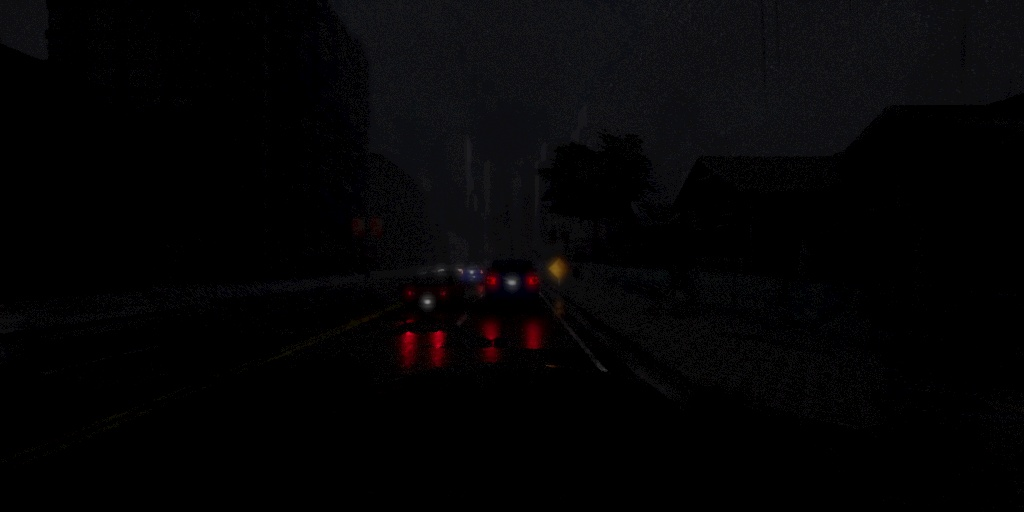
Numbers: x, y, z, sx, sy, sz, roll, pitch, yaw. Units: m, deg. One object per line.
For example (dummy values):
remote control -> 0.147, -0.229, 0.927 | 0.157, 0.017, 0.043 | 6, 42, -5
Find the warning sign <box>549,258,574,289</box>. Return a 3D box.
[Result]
warning sign -> 2.865, 1.057, 21.695 | 1.300, 1.860, 1.060 | 0, 0, 0

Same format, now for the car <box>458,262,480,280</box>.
car -> -3.225, 1.380, 30.943 | 2.097, 1.767, 4.553 | 0, -1, 0

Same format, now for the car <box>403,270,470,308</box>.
car -> -3.238, 1.487, 15.967 | 1.895, 1.301, 4.718 | 0, -1, 0

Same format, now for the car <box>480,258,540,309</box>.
car -> 0.011, 1.102, 15.881 | 2.150, 2.045, 5.566 | 0, 0, 0
